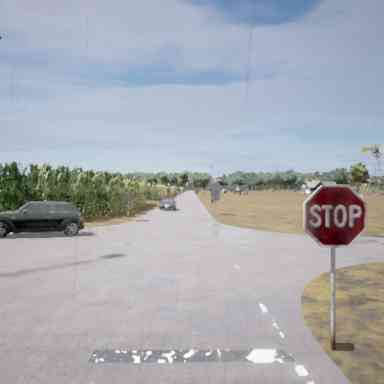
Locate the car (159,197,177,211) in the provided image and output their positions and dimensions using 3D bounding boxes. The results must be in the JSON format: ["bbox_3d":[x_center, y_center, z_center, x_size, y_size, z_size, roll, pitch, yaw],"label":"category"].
[{"bbox_3d":[-2.795,1.409,39.061,2.128,1.511,4.902,0,0,0],"label":"car"}]

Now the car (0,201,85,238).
[{"bbox_3d":[-7.747,1.248,16.553,4.553,1.767,2.097,1,-2,-23],"label":"car"}]
